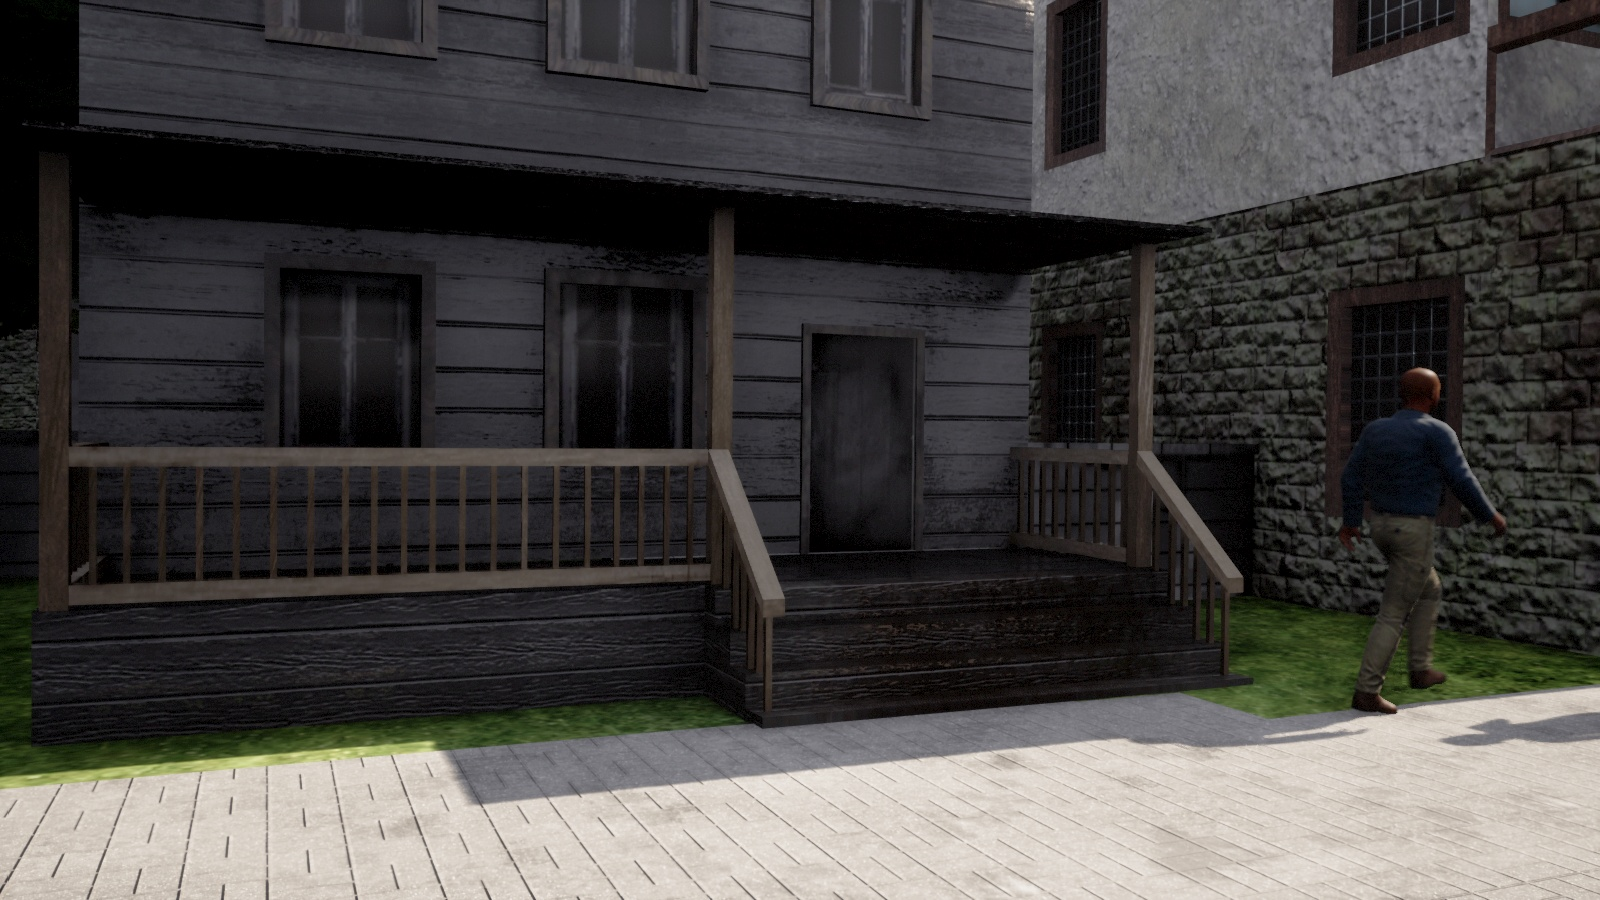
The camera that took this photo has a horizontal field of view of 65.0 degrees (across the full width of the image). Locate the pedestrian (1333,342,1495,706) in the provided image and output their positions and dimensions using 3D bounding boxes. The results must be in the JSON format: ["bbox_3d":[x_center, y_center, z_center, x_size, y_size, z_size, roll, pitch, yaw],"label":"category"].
[{"bbox_3d":[3.239,0.365,6.628,0.726,1.835,0.370,-1,1,-22],"label":"pedestrian"}]
